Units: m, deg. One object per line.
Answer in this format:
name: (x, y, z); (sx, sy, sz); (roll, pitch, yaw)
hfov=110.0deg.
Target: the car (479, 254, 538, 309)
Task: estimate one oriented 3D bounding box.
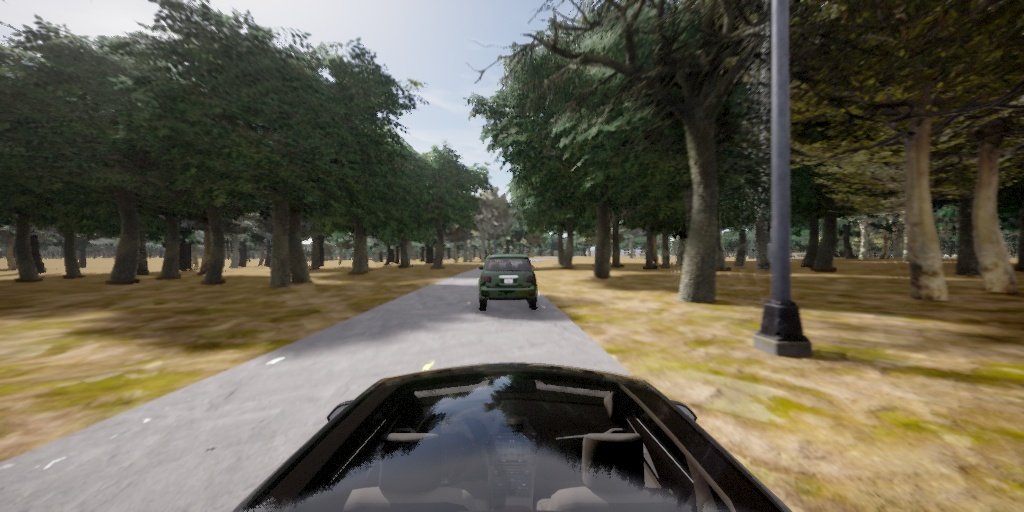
car: (-0.216, 0.958, 14.962); (2.150, 2.045, 5.566); (0, 0, -2)
